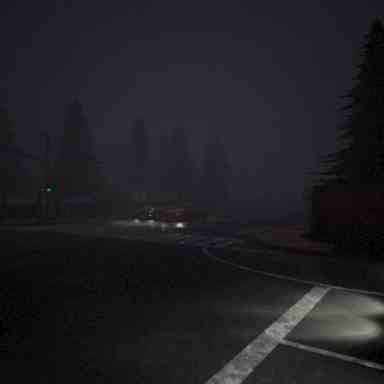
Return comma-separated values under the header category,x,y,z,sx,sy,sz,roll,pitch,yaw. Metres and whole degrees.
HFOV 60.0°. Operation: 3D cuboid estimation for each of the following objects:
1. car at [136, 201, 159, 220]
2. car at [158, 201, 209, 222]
category,x,y,z,sx,sy,sz,roll,pitch,yaw
car,-3.144,1.624,31.540,2.097,1.767,4.553,-1,-1,35
car,-0.410,1.704,29.346,1.882,1.535,5.008,-1,-1,35
